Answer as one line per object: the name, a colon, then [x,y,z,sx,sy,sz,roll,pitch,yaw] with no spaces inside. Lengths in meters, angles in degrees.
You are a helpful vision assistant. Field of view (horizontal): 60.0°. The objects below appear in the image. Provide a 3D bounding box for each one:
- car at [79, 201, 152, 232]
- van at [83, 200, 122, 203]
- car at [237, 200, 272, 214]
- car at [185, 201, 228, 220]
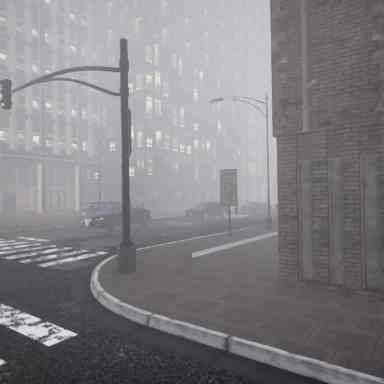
car: [-4.609,1.557,20.959,2.128,1.511,4.902,-1,-1,34]
van: [-5.985,1.460,23.474,1.690,1.788,3.998,-2,-1,36]
car: [7.273,1.707,37.494,1.895,1.301,4.718,-1,-1,36]
car: [1.319,1.563,29.206,1.882,1.535,5.008,-1,-1,36]
